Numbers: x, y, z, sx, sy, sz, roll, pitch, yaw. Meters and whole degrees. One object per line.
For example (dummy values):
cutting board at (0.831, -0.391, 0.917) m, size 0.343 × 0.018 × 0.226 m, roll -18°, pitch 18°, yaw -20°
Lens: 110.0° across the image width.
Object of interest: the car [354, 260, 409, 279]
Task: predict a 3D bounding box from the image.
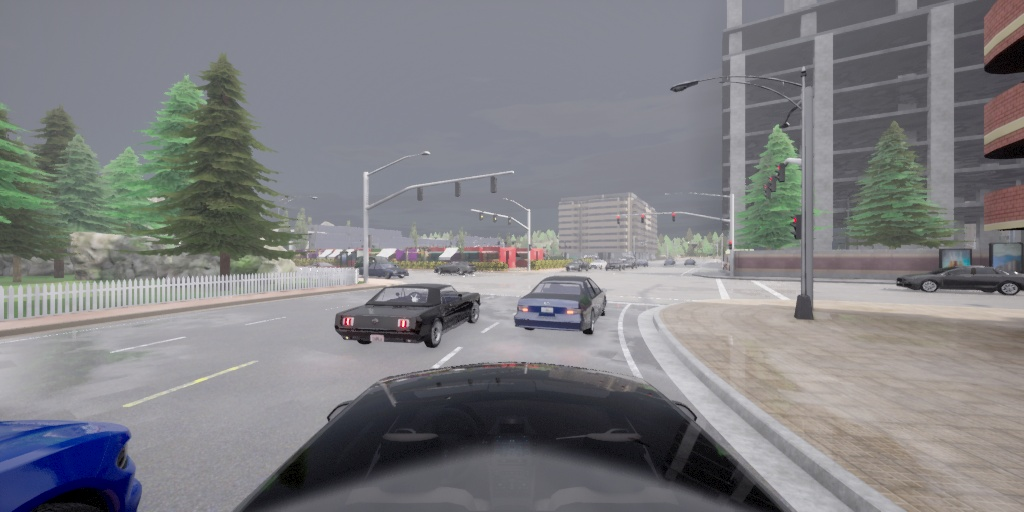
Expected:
car at (-12.023, 1.353, 33.242) m, size 5.357 × 1.411 × 2.033 m, roll 0°, pitch 0°, yaw 31°

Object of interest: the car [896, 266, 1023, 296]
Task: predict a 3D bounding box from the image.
car at (25.042, 1.310, 20.059) m, size 4.892 × 1.490 × 1.837 m, roll 0°, pitch 0°, yaw 30°

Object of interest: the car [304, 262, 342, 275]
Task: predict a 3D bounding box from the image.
car at (-20.056, 1.331, 37.922) m, size 4.674 × 1.442 × 1.812 m, roll 0°, pitch 0°, yaw 30°

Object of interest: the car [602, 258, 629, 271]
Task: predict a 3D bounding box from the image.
car at (14.274, 1.314, 49.342) m, size 1.994 × 1.385 × 4.181 m, roll 0°, pitch 0°, yaw 30°

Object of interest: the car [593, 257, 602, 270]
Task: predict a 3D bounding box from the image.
car at (13.104, 1.276, 54.366) m, size 1.812 × 1.442 × 4.674 m, roll 0°, pitch 0°, yaw 30°

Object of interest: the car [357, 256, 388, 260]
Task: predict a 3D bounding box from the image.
car at (-14.661, 1.027, 38.837) m, size 5.566 × 2.045 × 2.150 m, roll 0°, pitch 0°, yaw 30°

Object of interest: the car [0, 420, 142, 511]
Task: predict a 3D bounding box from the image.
car at (-3.214, 1.228, 0.137) m, size 1.882 × 1.535 × 5.008 m, roll 0°, pitch 0°, yaw -2°

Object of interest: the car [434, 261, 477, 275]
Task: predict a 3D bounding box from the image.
car at (-6.043, 1.297, 38.108) m, size 4.902 × 1.511 × 2.128 m, roll 0°, pitch 0°, yaw 30°

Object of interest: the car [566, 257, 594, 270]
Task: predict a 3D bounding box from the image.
car at (8.528, 1.241, 46.358) m, size 2.128 × 1.511 × 4.902 m, roll 0°, pitch 0°, yaw 30°

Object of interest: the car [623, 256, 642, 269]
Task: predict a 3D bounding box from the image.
car at (18.705, 1.241, 57.086) m, size 2.128 × 1.511 × 4.902 m, roll 0°, pitch 0°, yaw 30°

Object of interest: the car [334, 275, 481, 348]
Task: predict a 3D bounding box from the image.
car at (-2.256, 1.351, 9.317) m, size 1.895 × 1.301 × 4.718 m, roll 0°, pitch 0°, yaw 11°

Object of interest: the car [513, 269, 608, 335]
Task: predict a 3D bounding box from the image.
car at (1.679, 1.297, 10.673) m, size 2.033 × 1.411 × 5.357 m, roll 0°, pitch 0°, yaw 20°
